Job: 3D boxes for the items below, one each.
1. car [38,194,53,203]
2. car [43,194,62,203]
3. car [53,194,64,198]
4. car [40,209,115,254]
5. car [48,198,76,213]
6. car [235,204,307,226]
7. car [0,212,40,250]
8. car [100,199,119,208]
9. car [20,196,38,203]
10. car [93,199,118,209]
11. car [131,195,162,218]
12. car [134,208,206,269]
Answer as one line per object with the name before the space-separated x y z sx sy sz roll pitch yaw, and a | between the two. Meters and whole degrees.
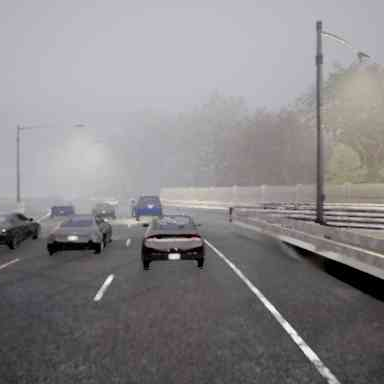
car | -33.659 1.647 74.903 4.674 1.442 1.812 0 0 45
car | -33.521 1.500 79.769 5.566 2.045 2.150 0 0 45
car | -31.123 1.641 77.315 4.674 1.442 1.812 0 0 45
car | -4.478 1.607 13.780 1.994 1.385 4.181 0 0 -7
car | -11.881 1.580 30.847 1.882 1.535 5.008 0 0 -17
car | 5.299 1.567 23.502 2.033 1.411 5.357 0 0 -40
car | -8.113 1.583 14.472 1.812 1.442 4.674 0 0 -8
car | -12.835 1.734 51.244 1.895 1.301 4.718 0 0 -26
car | -36.195 1.653 72.491 4.902 1.511 2.128 0 0 45
car | -8.020 1.651 30.102 1.994 1.385 4.181 0 0 -16
car | -3.956 1.292 28.701 2.150 2.045 5.566 0 0 -15
car | -0.670 1.516 11.300 2.128 1.511 4.902 0 0 -5
